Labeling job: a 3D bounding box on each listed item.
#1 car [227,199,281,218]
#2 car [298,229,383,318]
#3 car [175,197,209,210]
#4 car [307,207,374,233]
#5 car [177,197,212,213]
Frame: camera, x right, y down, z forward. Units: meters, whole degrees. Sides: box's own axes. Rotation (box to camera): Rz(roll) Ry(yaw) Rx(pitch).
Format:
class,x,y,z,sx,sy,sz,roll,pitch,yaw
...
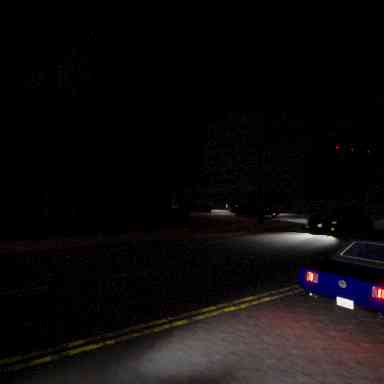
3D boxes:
class,x,y,z,sx,sy,sz,roll,pitch,yaw
car,5.758,1.601,30.322,1.895,1.301,4.718,0,0,-36
car,4.427,1.601,6.925,4.718,1.301,1.895,0,0,-35
car,-0.102,1.491,44.505,2.128,1.511,4.902,0,0,-36
car,8.273,1.564,18.514,4.181,1.385,1.994,0,0,-36
car,0.275,1.478,37.959,1.882,1.535,5.008,0,0,-36
